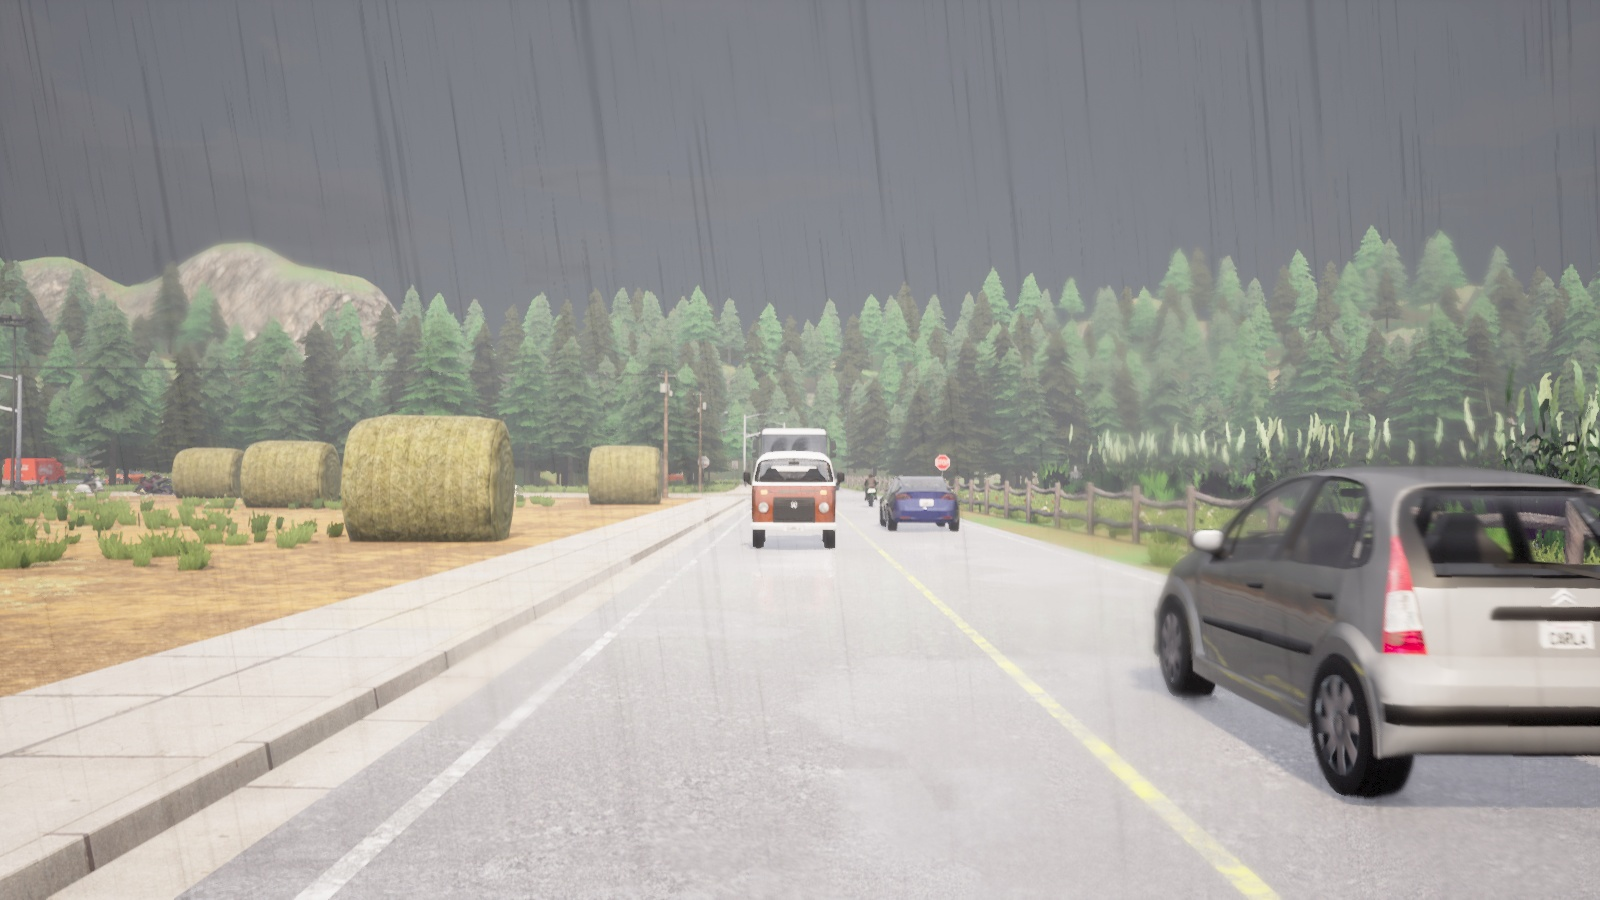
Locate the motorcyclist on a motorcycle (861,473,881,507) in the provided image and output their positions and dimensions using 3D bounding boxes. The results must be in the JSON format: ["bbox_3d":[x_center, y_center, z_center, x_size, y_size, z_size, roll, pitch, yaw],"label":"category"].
[{"bbox_3d":[3.240,1.819,57.522,0.797,1.523,2.044,0,-1,0],"label":"motorcyclist on a motorcycle"}]

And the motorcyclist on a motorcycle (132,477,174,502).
[{"bbox_3d":[-40.580,2.464,78.787,2.191,1.530,0.866,0,-1,-3],"label":"motorcyclist on a motorcycle"}]

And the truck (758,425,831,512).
[{"bbox_3d":[-0.247,0.800,53.681,2.891,3.462,7.936,0,-1,0],"label":"truck"}]

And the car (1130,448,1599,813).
[{"bbox_3d":[3.462,0.837,7.596,1.851,1.617,3.988,0,-1,0],"label":"car"}]

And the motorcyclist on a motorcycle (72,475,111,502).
[{"bbox_3d":[-42.400,2.325,75.187,1.817,1.590,0.866,0,-1,-3],"label":"motorcyclist on a motorcycle"}]

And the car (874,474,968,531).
[{"bbox_3d":[3.337,1.440,35.481,2.163,1.488,4.792,0,-1,0],"label":"car"}]

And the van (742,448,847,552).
[{"bbox_3d":[-0.126,1.026,27.045,2.069,2.038,4.480,0,-1,0],"label":"van"}]
